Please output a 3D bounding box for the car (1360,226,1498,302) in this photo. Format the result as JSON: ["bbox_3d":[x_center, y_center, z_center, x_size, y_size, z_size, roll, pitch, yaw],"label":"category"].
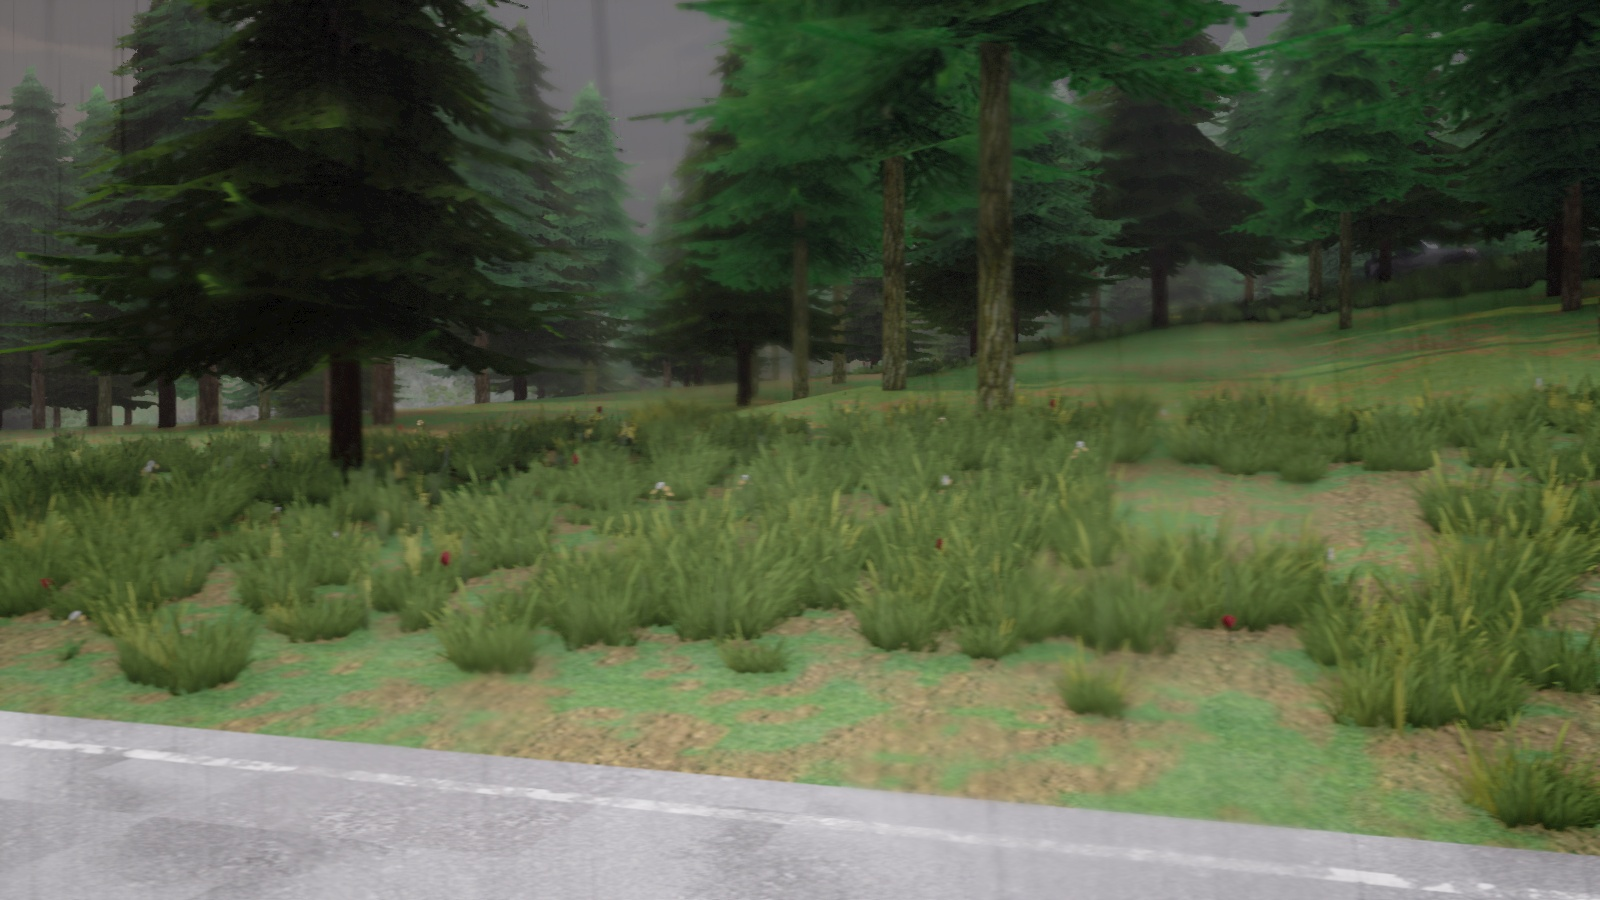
[{"bbox_3d":[22.360,-6.553,44.724,1.905,1.878,3.866,-1,-3,-42],"label":"car"}]
